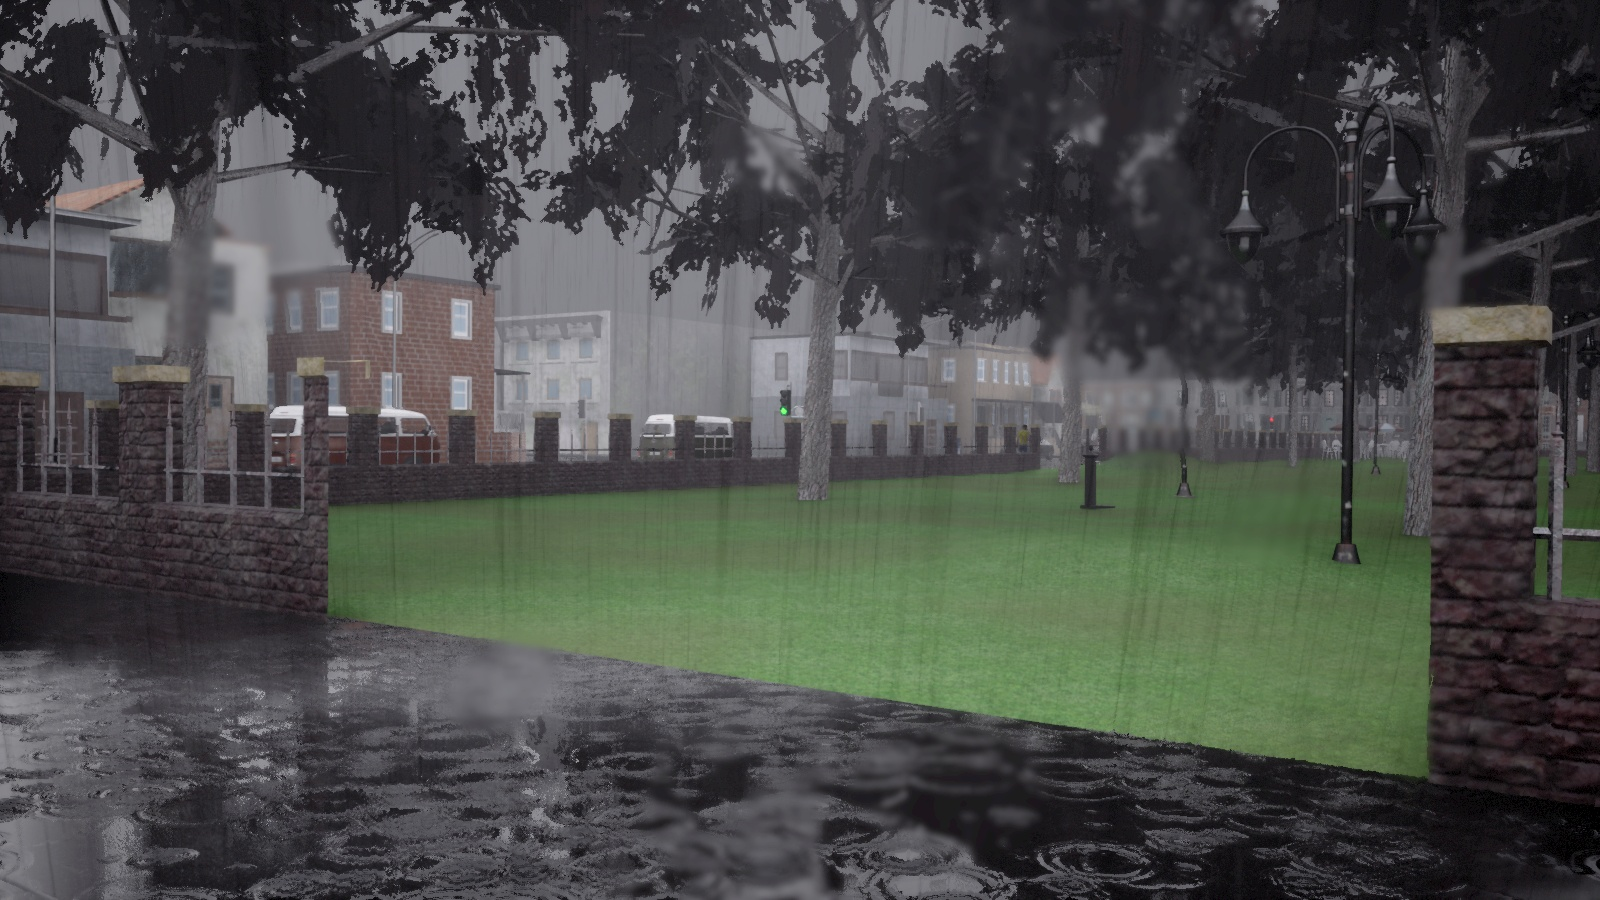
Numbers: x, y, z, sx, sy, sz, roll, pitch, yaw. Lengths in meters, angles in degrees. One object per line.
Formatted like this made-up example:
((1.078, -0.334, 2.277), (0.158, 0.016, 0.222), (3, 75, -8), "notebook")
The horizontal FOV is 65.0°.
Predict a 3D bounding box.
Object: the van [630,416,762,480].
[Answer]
((-3.467, -0.096, 42.657), (2.069, 2.038, 4.480), (0, 1, 35), "van")

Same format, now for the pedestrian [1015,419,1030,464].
((9.101, -0.342, 51.328), (0.354, 1.836, 0.706), (0, 1, 35), "pedestrian")

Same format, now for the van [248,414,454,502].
((-11.173, 0.129, 31.528), (2.069, 2.038, 4.480), (0, 1, 34), "van")

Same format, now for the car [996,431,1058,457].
((13.397, -0.373, 73.902), (1.812, 1.442, 4.674), (0, 1, 35), "car")
